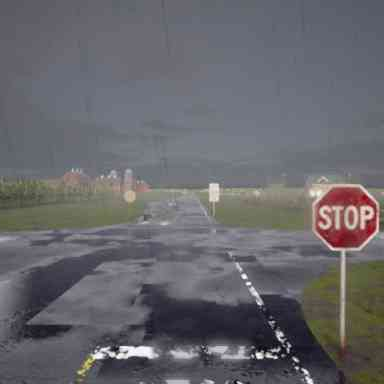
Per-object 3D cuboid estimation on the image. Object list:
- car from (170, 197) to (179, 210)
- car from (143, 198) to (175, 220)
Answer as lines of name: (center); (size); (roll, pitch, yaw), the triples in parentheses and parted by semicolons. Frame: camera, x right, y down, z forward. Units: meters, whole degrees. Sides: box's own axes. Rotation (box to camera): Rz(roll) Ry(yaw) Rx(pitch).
car: (-2.709, 1.453, 41.926); (2.128, 1.511, 4.902); (0, 0, 0)
car: (-2.782, 1.525, 27.594); (1.837, 1.490, 4.892); (1, 1, 3)
